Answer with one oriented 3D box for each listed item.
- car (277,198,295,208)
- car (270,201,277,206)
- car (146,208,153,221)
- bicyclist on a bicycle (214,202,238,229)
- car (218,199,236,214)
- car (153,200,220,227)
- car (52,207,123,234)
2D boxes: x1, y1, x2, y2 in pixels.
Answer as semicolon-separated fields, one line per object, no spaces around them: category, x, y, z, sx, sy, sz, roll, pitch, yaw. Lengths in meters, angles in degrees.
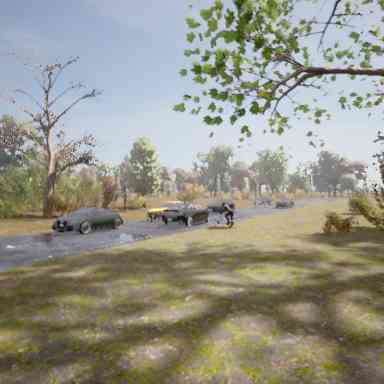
car;13.731;1.626;48.823;2.033;1.411;5.357;0;0;29
car;10.591;1.326;49.550;2.128;1.511;4.902;0;0;29
car;-1.752;1.519;27.075;1.882;1.535;5.008;0;0;28
bicyclist on a bicycle;2.123;1.479;20.915;1.656;1.620;0.582;0;0;29
car;3.166;1.537;36.085;1.882;1.535;5.008;0;0;28
car;-0.235;1.521;23.186;2.128;1.511;4.902;0;0;29
car;-5.953;1.589;19.363;1.994;1.385;4.181;0;0;28
